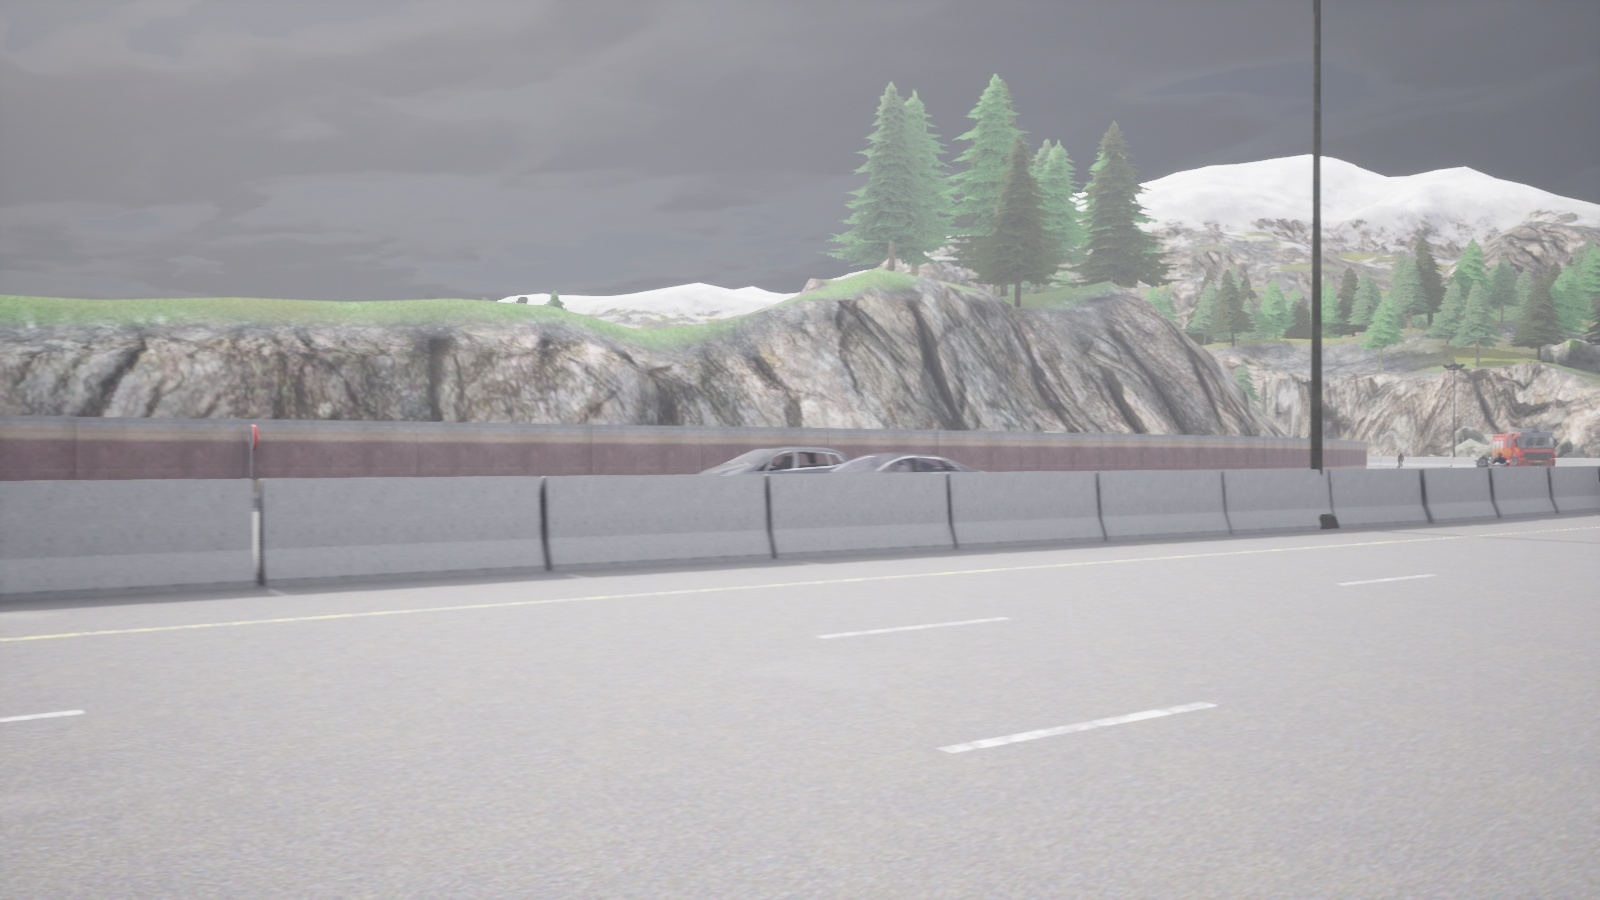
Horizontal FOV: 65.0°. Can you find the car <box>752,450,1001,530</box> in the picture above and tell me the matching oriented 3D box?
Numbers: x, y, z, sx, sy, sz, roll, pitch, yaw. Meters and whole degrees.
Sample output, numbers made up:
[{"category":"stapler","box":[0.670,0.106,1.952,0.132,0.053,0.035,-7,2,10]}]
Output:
[{"category":"car","box":[1.642,0.761,26.121,4.902,1.511,2.128,0,0,-35]}]

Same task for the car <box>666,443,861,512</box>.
[{"category":"car","box":[-0.918,0.671,32.866,4.611,1.667,2.242,0,0,-35]}]
